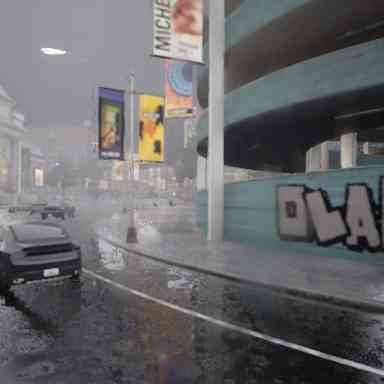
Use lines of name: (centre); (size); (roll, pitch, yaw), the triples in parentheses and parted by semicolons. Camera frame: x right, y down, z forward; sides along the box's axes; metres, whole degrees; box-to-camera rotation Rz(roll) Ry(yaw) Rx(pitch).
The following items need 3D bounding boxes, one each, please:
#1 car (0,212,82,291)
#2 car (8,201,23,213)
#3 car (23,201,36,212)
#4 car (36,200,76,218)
car: (-4.640, 1.542, 9.299); (1.837, 1.490, 4.892); (0, 0, -39)
car: (-19.186, 1.705, 38.162); (1.994, 1.385, 4.181); (0, -1, -2)
car: (-15.393, 1.637, 35.070); (2.128, 1.511, 4.902); (0, 0, -3)
car: (-11.601, 1.634, 29.135); (1.837, 1.490, 4.892); (0, -1, -5)
